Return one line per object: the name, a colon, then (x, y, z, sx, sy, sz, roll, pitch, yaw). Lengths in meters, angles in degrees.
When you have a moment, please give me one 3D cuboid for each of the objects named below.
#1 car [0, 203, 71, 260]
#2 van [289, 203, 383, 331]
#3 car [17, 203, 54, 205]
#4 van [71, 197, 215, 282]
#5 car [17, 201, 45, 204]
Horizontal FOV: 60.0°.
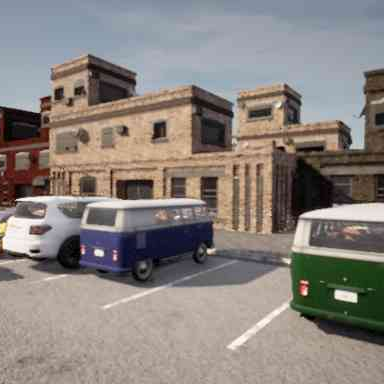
car: (-5.546, 1.401, 12.920, 2.097, 1.535, 5.008, 0, 0, 36)
van: (3.496, 1.247, 6.605, 1.878, 1.987, 4.442, 0, 0, 36)
car: (-7.793, 1.426, 14.520, 2.002, 1.452, 4.674, 0, 0, 36)
van: (-0.992, 1.210, 9.807, 1.878, 1.987, 4.442, 0, 0, 36)
car: (-10.021, 1.402, 16.142, 2.163, 1.488, 4.792, 0, 0, 36)
